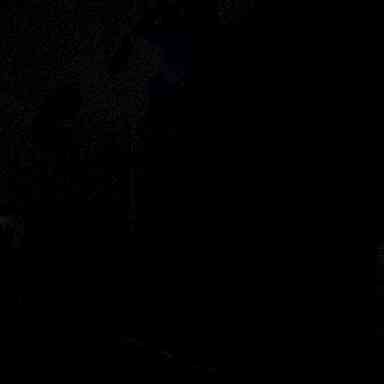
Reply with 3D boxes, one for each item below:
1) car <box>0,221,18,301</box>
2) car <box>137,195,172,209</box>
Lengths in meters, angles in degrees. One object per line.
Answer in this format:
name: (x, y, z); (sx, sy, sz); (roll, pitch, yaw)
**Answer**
car: (-5.539, 1.268, 6.757); (5.009, 1.841, 2.192); (0, 0, 35)
car: (-4.477, 1.138, 40.068); (1.882, 1.535, 5.008); (0, 0, 36)
